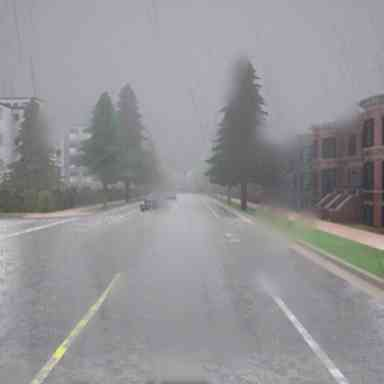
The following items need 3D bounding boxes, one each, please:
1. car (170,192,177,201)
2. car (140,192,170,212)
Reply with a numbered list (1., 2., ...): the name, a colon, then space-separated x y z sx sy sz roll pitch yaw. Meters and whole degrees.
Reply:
1. car: -3.618 0.788 57.395 2.033 1.411 5.357 0 1 0
2. car: -3.565 0.937 31.385 2.097 1.767 4.553 0 1 0
